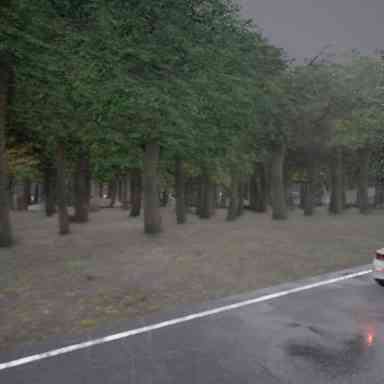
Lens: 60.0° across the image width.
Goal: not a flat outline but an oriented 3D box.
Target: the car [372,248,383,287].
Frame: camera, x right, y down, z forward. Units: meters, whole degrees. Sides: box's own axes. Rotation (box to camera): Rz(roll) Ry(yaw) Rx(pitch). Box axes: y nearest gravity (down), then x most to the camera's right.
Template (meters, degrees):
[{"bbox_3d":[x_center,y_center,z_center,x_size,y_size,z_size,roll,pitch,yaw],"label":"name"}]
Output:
[{"bbox_3d":[6.146,1.543,7.961,4.674,1.442,1.812,0,0,-34],"label":"car"}]
